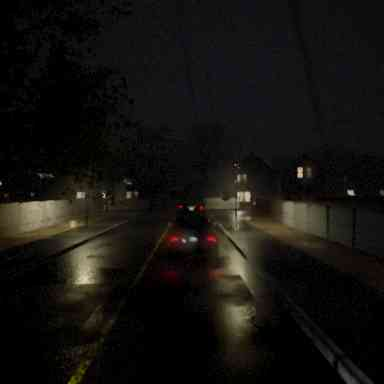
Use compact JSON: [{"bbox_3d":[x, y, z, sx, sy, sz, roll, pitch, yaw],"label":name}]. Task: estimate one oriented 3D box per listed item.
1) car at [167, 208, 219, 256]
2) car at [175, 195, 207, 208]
[{"bbox_3d":[0.019,1.563,13.122,2.033,1.411,5.357,0,0,0],"label":"car"},{"bbox_3d":[-0.070,1.253,25.110,2.150,2.045,5.566,0,0,-1],"label":"car"}]
